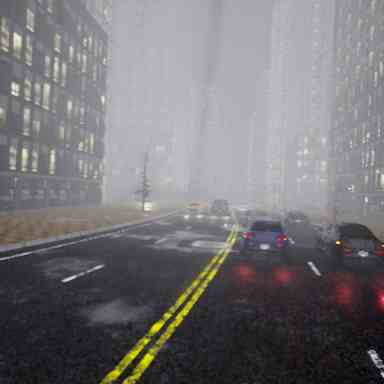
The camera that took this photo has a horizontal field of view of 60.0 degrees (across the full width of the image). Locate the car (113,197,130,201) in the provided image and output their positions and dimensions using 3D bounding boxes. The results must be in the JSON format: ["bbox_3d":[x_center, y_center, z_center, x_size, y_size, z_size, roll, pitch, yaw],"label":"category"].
[{"bbox_3d":[-17.392,1.682,82.076,4.206,1.307,1.802,3,0,7],"label":"car"}]

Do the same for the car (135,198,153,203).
[{"bbox_3d":[-11.760,1.941,81.344,4.313,1.339,1.947,3,0,7],"label":"car"}]

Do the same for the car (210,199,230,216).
[{"bbox_3d":[3.536,1.891,41.772,2.150,2.045,5.566,2,-1,6],"label":"car"}]

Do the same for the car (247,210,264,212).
[{"bbox_3d":[5.333,2.175,27.847,1.895,1.301,4.718,2,-1,8],"label":"car"}]

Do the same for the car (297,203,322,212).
[{"bbox_3d":[26.860,3.571,76.715,5.009,1.841,2.192,3,0,7],"label":"car"}]

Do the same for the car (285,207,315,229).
[{"bbox_3d":[8.655,2.281,28.146,1.994,1.385,4.181,2,-1,8],"label":"car"}]

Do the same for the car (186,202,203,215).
[{"bbox_3d":[0.343,2.025,42.499,1.882,1.535,5.008,2,0,6],"label":"car"}]

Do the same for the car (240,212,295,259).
[{"bbox_3d":[3.098,1.838,14.238,1.812,1.442,4.674,2,0,12],"label":"car"}]

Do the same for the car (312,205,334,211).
[{"bbox_3d":[33.297,4.052,84.362,4.829,1.417,1.752,3,0,7],"label":"car"}]

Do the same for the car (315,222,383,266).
[{"bbox_3d":[6.266,1.964,13.516,1.812,1.442,4.674,2,0,12],"label":"car"}]
